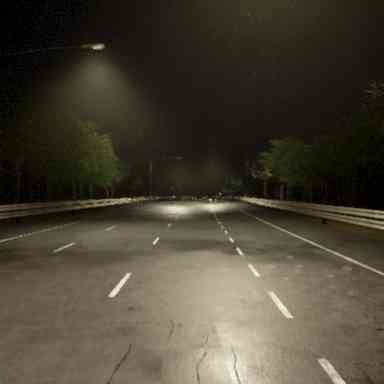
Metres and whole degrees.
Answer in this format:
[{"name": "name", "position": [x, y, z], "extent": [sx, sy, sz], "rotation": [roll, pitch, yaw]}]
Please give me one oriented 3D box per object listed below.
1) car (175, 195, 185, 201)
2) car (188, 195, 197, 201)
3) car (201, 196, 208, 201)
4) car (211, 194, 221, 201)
[{"name": "car", "position": [-3.603, 1.752, 90.551], "extent": [1.837, 1.490, 4.892], "rotation": [0, 0, 3]}, {"name": "car", "position": [-0.086, 1.783, 90.774], "extent": [2.128, 1.511, 4.902], "rotation": [0, 0, 3]}, {"name": "car", "position": [3.522, 1.805, 92.661], "extent": [2.128, 1.511, 4.902], "rotation": [0, 0, 3]}, {"name": "car", "position": [6.776, 1.499, 91.680], "extent": [2.150, 2.045, 5.566], "rotation": [0, 0, 1]}]
